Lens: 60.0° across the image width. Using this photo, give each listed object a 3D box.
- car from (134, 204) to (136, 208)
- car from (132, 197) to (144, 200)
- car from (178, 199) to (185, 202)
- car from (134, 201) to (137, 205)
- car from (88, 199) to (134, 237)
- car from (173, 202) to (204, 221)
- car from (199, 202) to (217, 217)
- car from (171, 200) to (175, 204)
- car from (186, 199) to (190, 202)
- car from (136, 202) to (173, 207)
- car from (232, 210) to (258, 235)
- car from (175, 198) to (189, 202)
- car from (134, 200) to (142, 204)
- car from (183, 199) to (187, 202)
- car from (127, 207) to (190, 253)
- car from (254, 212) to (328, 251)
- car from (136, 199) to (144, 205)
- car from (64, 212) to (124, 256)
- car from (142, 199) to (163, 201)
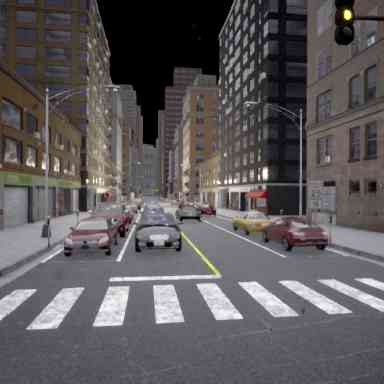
[{"bbox_3d":[-5.444,1.813,24.706,1.887,1.381,4.507,0,-1,-7],"label":"car"},{"bbox_3d":[-9.054,1.935,52.297,2.192,1.841,5.009,0,-1,-7],"label":"car"},{"bbox_3d":[-0.600,2.215,53.415,2.008,1.369,4.403,0,-1,-7],"label":"car"},{"bbox_3d":[-6.143,1.860,30.055,1.752,1.417,4.829,0,-1,-7],"label":"car"},{"bbox_3d":[-4.724,1.516,19.191,2.192,1.841,5.009,0,-1,-7],"label":"car"},{"bbox_3d":[-0.417,1.929,30.821,1.994,1.385,4.181,0,-1,-7],"label":"car"},{"bbox_3d":[1.564,1.995,36.867,1.887,1.381,4.507,0,-1,-7],"label":"car"},{"bbox_3d":[-4.228,2.541,81.167,1.752,1.417,4.829,0,-1,-7],"label":"car"},{"bbox_3d":[0.841,1.961,42.384,1.967,1.590,4.097,0,-1,-7],"label":"car"},{"bbox_3d":[-2.745,1.761,24.017,2.128,1.511,4.902,0,-1,-7],"label":"car"},{"bbox_3d":[3.705,1.772,20.488,1.752,1.417,4.829,0,-1,-7],"label":"car"},{"bbox_3d":[-1.323,2.051,58.934,2.192,1.841,5.009,0,-1,-7],"label":"car"},{"bbox_3d":[-7.608,2.027,41.258,2.008,1.369,4.403,0,-1,-7],"label":"car"},{"bbox_3d":[0.121,2.137,47.900,1.887,1.381,4.507,0,-1,-7],"label":"car"},{"bbox_3d":[-1.534,1.647,14.697,2.128,1.511,4.902,0,-1,-8],"label":"car"},{"bbox_3d":[4.449,1.760,14.803,1.802,1.307,4.206,0,-1,-7],"label":"car"},{"bbox_3d":[-13.379,2.602,85.402,1.947,1.339,4.313,0,-1,-7],"label":"car"},{"bbox_3d":[-4.001,1.716,13.671,1.802,1.307,4.206,0,-1,-7],"label":"car"},{"bbox_3d":[-5.265,2.013,43.983,2.128,1.511,4.902,0,-1,-7],"label":"car"}]
